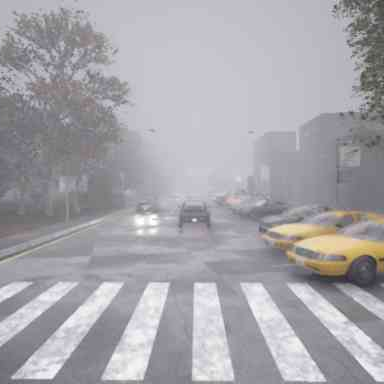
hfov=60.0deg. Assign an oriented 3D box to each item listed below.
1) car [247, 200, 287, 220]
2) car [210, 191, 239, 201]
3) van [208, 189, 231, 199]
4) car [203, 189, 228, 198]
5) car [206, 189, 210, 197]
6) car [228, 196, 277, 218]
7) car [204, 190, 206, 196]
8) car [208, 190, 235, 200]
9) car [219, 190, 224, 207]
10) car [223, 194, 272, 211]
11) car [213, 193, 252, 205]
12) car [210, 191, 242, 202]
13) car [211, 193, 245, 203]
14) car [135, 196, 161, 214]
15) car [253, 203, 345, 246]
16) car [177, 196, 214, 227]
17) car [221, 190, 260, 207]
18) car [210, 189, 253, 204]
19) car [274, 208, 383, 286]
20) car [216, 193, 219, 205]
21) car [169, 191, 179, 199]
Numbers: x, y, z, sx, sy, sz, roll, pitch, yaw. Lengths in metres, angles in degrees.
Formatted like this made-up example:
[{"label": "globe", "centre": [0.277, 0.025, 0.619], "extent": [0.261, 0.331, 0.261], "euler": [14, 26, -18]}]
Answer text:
[{"label": "car", "centre": [5.339, 1.302, 15.017], "extent": [4.892, 1.521, 2.231], "euler": [1, 1, -20]}, {"label": "car", "centre": [5.552, 0.689, 57.032], "extent": [4.553, 1.767, 2.185], "euler": [1, 0, -20]}, {"label": "van", "centre": [5.763, 0.479, 69.095], "extent": [4.442, 1.987, 1.878], "euler": [1, 0, -20]}, {"label": "car", "centre": [5.713, 0.342, 81.087], "extent": [5.566, 2.045, 2.435], "euler": [1, 0, -20]}, {"label": "car", "centre": [5.499, 0.654, 48.016], "extent": [5.566, 2.045, 2.435], "euler": [1, 1, -20]}, {"label": "car", "centre": [5.369, 1.225, 24.017], "extent": [4.674, 1.452, 2.002], "euler": [0, 1, -20]}, {"label": "car", "centre": [5.629, 0.731, 66.053], "extent": [5.008, 1.535, 2.097], "euler": [1, 0, -20]}, {"label": "car", "centre": [5.655, 0.633, 63.049], "extent": [4.553, 1.767, 2.185], "euler": [1, 1, -20]}, {"label": "car", "centre": [5.451, 0.949, 33.027], "extent": [4.553, 1.767, 2.185], "euler": [1, 1, -20]}, {"label": "car", "centre": [5.354, 1.176, 27.008], "extent": [4.792, 1.488, 2.163], "euler": [1, 1, -20]}, {"label": "car", "centre": [5.472, 0.967, 45.018], "extent": [4.792, 1.488, 2.163], "euler": [1, 1, -20]}, {"label": "car", "centre": [5.532, 0.719, 54.031], "extent": [4.553, 1.767, 2.185], "euler": [1, 0, -20]}, {"label": "car", "centre": [5.518, 0.904, 51.019], "extent": [4.792, 1.488, 2.163], "euler": [1, 1, -20]}, {"label": "car", "centre": [-3.886, 1.115, 30.122], "extent": [2.128, 1.511, 4.902], "euler": [0, 1, 0]}, {"label": "car", "centre": [5.149, 1.335, 11.953], "extent": [5.366, 1.575, 1.946], "euler": [1, 1, -20]}, {"label": "car", "centre": [0.148, 1.249, 20.532], "extent": [1.837, 1.490, 4.892], "euler": [0, 1, 0]}, {"label": "car", "centre": [5.432, 0.985, 30.026], "extent": [4.553, 1.767, 2.185], "euler": [1, 1, -20]}, {"label": "car", "centre": [5.448, 0.753, 39.000], "extent": [5.566, 2.045, 2.435], "euler": [1, 1, -20]}, {"label": "car", "centre": [5.144, 1.374, 8.952], "extent": [5.366, 1.575, 1.946], "euler": [1, 1, -20]}, {"label": "car", "centre": [5.434, 1.078, 36.025], "extent": [4.674, 1.452, 2.002], "euler": [1, 0, -20]}, {"label": "car", "centre": [-3.769, 0.660, 70.811], "extent": [1.882, 1.535, 5.008], "euler": [0, 1, 0]}]
